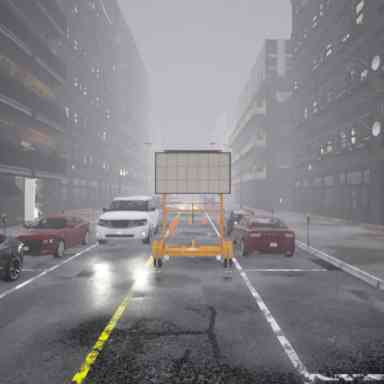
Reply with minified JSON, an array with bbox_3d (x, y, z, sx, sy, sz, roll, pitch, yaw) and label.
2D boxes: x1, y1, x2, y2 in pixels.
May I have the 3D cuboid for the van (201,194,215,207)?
[{"bbox_3d":[2.696,1.351,52.491,1.690,1.788,3.998,1,0,0],"label":"van"}]

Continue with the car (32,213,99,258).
[{"bbox_3d":[-5.277,1.547,12.783,1.887,1.381,4.507,1,0,0],"label":"car"}]

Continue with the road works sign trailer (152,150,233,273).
[{"bbox_3d":[0.028,0.467,10.647,2.380,3.560,2.880,0,0,0],"label":"road works sign trailer"}]

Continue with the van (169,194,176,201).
[{"bbox_3d":[-5.107,1.359,86.504,1.690,1.788,3.998,1,0,0],"label":"van"}]

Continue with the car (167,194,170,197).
[{"bbox_3d":[-5.133,1.330,75.162,2.192,1.841,5.009,1,0,0],"label":"car"}]

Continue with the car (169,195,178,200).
[{"bbox_3d":[-5.097,1.570,92.174,2.008,1.369,4.403,1,0,0],"label":"car"}]

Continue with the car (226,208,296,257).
[{"bbox_3d":[2.603,1.547,12.795,1.887,1.381,4.507,1,0,0],"label":"car"}]

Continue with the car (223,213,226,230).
[{"bbox_3d":[2.616,1.555,18.466,2.008,1.369,4.403,1,0,0],"label":"car"}]

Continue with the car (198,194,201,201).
[{"bbox_3d":[2.773,1.333,86.516,2.192,1.841,5.009,1,0,0],"label":"car"}]

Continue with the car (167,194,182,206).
[{"bbox_3d":[-2.710,1.536,56.426,1.812,1.442,4.674,0,0,0],"label":"car"}]

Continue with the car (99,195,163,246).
[{"bbox_3d":[-2.815,1.225,15.721,2.150,2.045,5.566,0,0,0],"label":"car"}]

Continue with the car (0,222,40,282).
[{"bbox_3d":[-5.290,1.567,7.112,1.947,1.339,4.313,1,0,0],"label":"car"}]

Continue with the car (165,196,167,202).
[{"bbox_3d":[-5.197,1.324,46.808,2.192,1.841,5.009,1,0,0],"label":"car"}]
